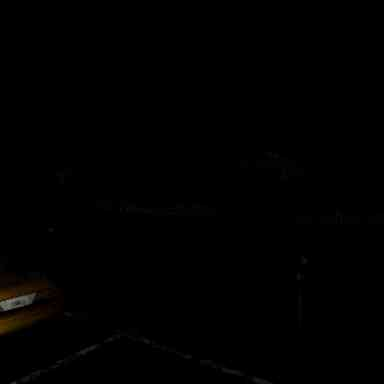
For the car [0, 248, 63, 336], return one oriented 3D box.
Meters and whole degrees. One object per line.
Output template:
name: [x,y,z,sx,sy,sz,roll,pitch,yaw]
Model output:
car: [-4.300,1.481,5.932,4.829,1.417,1.752,0,0,35]
